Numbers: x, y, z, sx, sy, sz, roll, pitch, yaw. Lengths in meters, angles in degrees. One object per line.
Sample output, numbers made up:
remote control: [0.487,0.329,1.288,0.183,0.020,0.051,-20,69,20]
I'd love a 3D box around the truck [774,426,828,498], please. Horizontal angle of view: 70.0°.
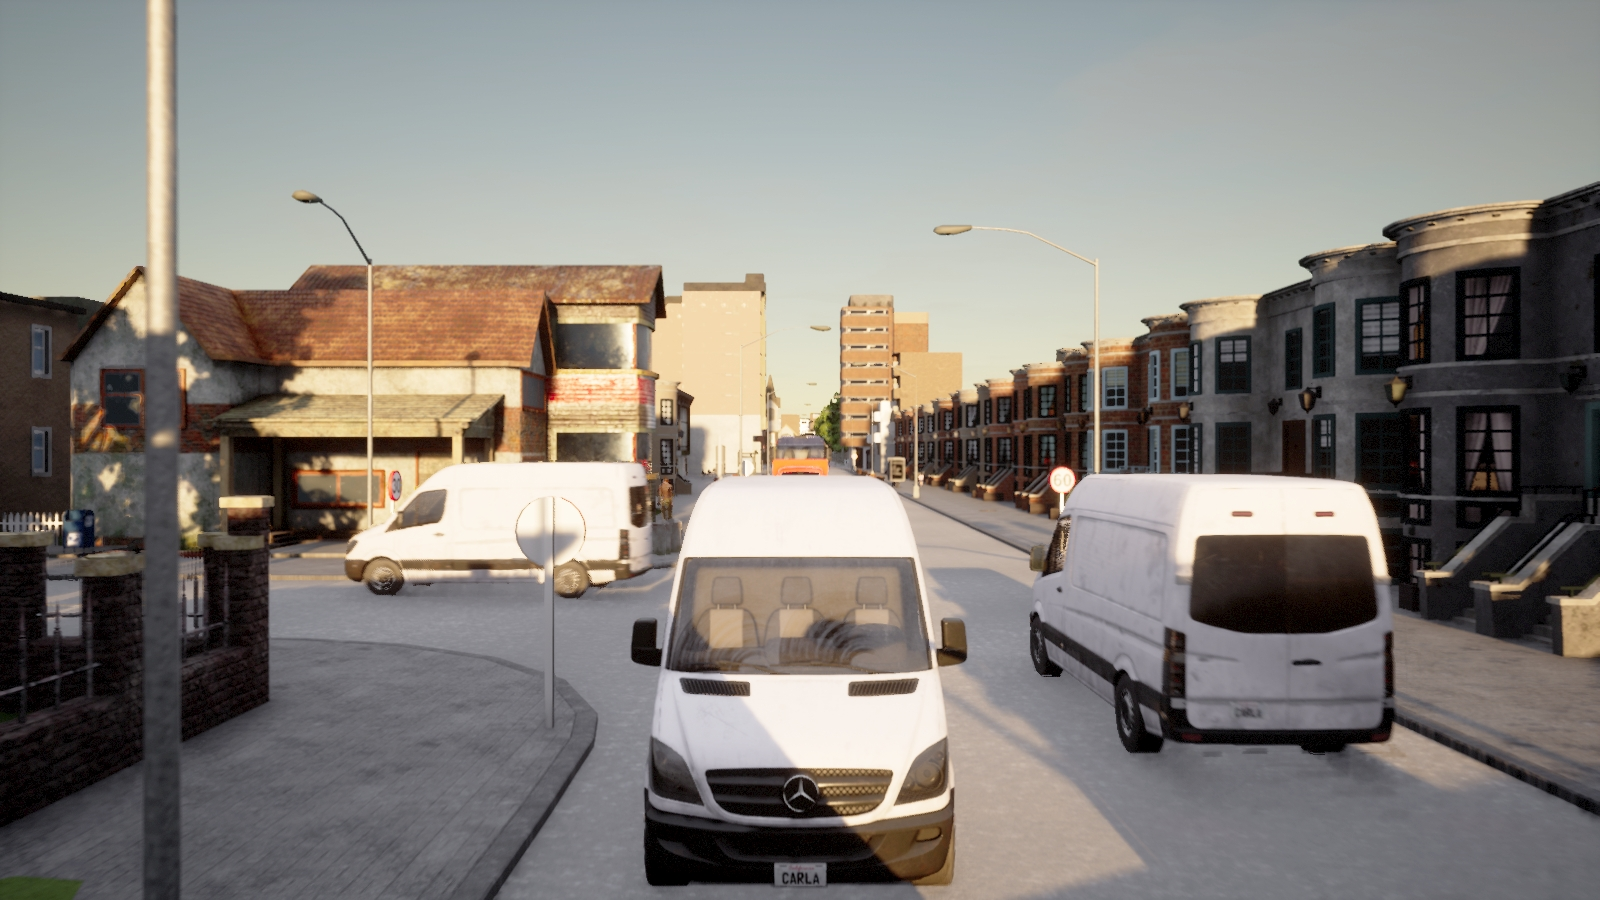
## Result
truck: [0.031,0.664,65.475,2.891,3.827,8.468,0,0,0]

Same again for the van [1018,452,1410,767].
van: [3.967,1.314,12.329,1.988,2.561,5.915,0,0,-1]

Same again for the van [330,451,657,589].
van: [-5.959,1.313,22.553,5.915,2.561,1.988,0,0,6]

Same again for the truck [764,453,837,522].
truck: [0.011,1.346,43.496,2.627,2.467,5.204,0,0,0]

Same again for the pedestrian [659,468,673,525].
pedestrian: [-4.386,1.524,37.412,0.375,1.860,0.375,0,0,7]

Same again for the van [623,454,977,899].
van: [0.000,1.314,9.379,1.988,2.561,5.915,0,0,0]
